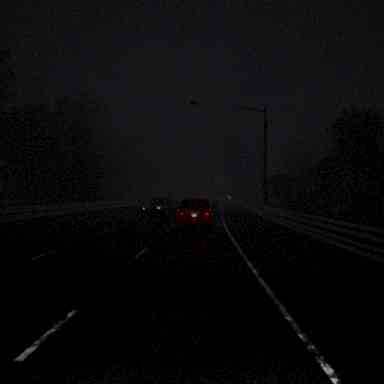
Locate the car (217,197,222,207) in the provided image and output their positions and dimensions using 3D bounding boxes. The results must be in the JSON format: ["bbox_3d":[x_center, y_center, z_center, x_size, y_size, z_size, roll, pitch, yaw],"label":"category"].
[{"bbox_3d":[4.056,2.075,62.148,1.895,1.301,4.718,0,0,7],"label":"car"}]

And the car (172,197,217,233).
[{"bbox_3d":[0.298,1.370,20.740,2.150,2.045,5.566,0,0,4],"label":"car"}]

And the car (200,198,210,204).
[{"bbox_3d":[3.226,2.161,82.470,1.812,1.442,4.674,0,0,8],"label":"car"}]

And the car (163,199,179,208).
[{"bbox_3d":[-3.534,1.915,57.261,1.837,1.490,4.892,0,0,6],"label":"car"}]

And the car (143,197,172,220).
[{"bbox_3d":[-2.549,1.428,30.148,2.150,2.045,5.566,0,0,4],"label":"car"}]

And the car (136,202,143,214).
[{"bbox_3d":[-5.276,1.830,39.488,1.994,1.385,4.181,0,0,5],"label":"car"}]
